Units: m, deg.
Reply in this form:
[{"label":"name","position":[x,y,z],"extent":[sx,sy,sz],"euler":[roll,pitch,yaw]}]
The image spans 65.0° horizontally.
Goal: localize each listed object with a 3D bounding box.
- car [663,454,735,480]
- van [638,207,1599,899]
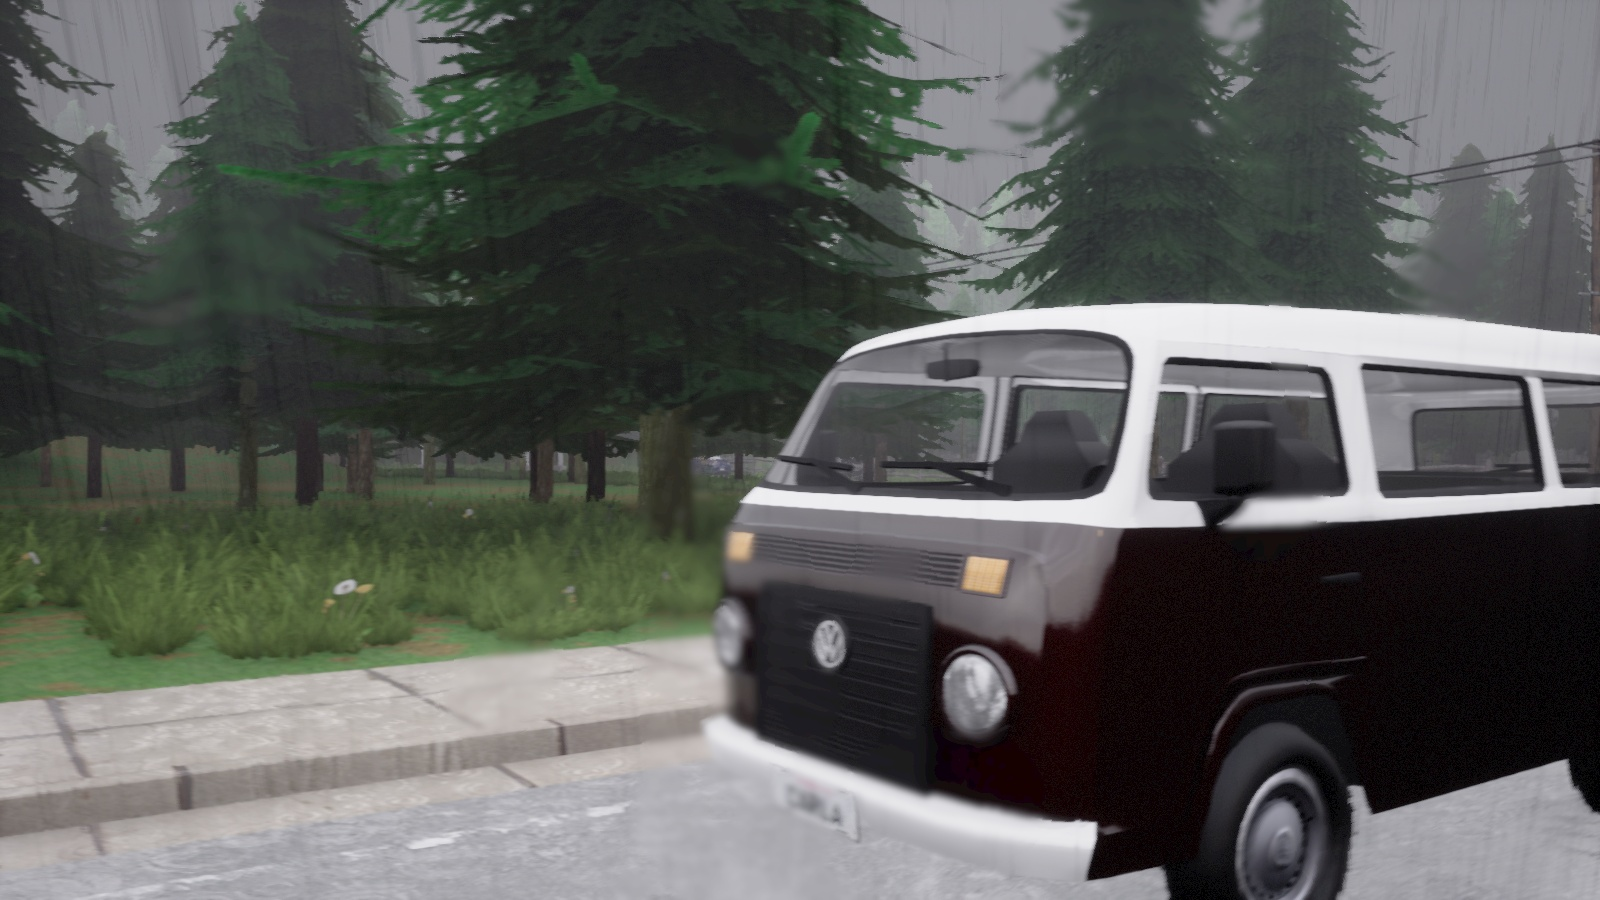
[{"label":"car","position":[-5.795,0.931,71.586],"extent":[1.812,1.442,4.674],"euler":[0,0,-38]},{"label":"van","position":[1.849,0.476,4.948],"extent":[4.480,2.038,2.069],"euler":[0,0,-35]}]
